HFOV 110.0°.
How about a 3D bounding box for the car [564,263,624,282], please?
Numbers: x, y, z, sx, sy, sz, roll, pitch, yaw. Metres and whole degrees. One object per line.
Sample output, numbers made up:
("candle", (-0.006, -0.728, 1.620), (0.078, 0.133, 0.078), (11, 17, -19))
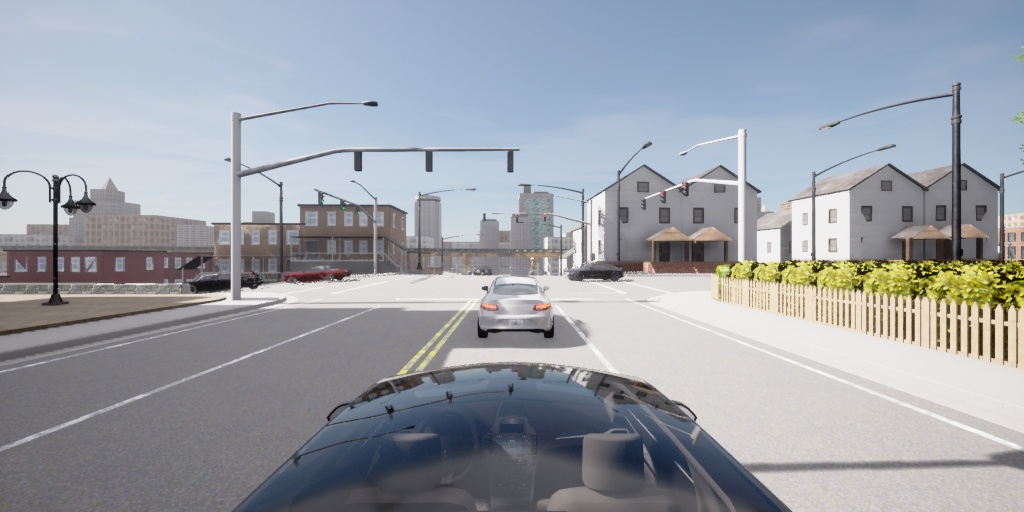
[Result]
("car", (6.465, 1.277, 28.224), (4.674, 1.442, 1.812), (0, 0, -11))

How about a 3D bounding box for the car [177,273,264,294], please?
("car", (-19.972, 1.845, 24.729), (4.718, 1.301, 1.895), (-4, 0, -1))

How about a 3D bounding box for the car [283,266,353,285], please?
("car", (-15.397, 1.495, 28.477), (4.718, 1.301, 1.895), (-4, 0, -1))

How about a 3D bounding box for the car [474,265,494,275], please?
("car", (-3.512, 2.162, 45.275), (2.150, 2.045, 5.566), (0, -9, 0))

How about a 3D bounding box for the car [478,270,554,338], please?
("car", (0.103, 1.276, 10.034), (1.812, 1.442, 4.674), (0, 0, 0))

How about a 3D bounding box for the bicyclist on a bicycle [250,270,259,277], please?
("bicyclist on a bicycle", (-25.562, 2.214, 35.616), (0.582, 1.620, 1.656), (-8, 0, 0))
